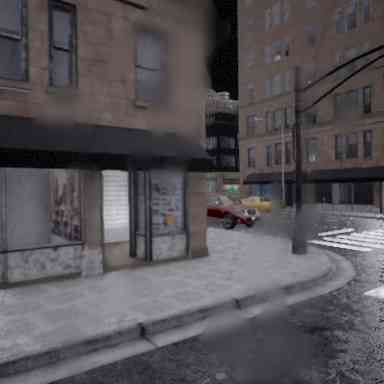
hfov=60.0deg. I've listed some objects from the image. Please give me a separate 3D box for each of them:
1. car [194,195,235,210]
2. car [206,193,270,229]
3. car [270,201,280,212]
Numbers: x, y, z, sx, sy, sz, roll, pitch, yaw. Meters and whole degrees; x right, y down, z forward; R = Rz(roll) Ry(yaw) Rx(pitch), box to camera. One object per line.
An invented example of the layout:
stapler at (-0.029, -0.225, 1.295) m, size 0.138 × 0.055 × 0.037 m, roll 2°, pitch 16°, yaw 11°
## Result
car at (2.148, 0.974, 33.008) m, size 1.802 × 1.307 × 4.206 m, roll 0°, pitch 1°, yaw -36°
car at (1.685, 1.001, 19.134) m, size 2.192 × 1.841 × 5.009 m, roll 0°, pitch 1°, yaw -36°
car at (5.268, 0.992, 28.708) m, size 1.752 × 1.417 × 4.829 m, roll 0°, pitch 1°, yaw -36°
